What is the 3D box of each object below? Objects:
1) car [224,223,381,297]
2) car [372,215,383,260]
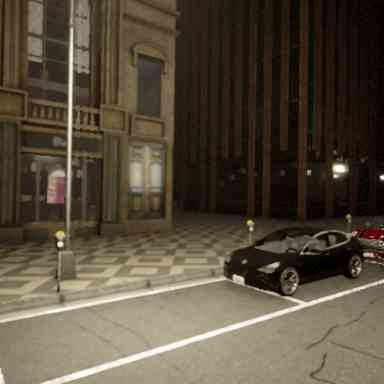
[{"bbox_3d":[2.831,1.622,8.770,4.313,1.339,1.947,1,0,-35],"label":"car"},{"bbox_3d":[7.413,1.539,12.034,4.097,1.590,1.967,1,0,-35],"label":"car"}]
